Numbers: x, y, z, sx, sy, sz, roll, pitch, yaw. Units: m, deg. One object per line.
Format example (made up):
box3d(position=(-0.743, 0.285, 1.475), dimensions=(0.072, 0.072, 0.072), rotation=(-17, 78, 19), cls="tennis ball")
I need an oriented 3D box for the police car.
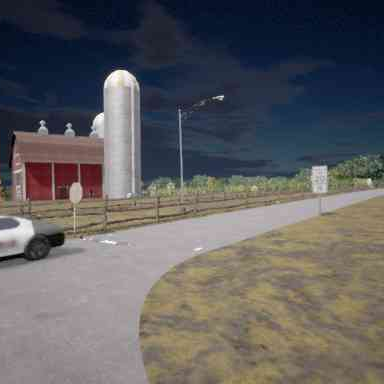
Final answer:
box3d(position=(-6.130, 1.346, 9.013), dimensions=(2.038, 1.542, 4.974), rotation=(-1, 1, 36), cls="police car")
